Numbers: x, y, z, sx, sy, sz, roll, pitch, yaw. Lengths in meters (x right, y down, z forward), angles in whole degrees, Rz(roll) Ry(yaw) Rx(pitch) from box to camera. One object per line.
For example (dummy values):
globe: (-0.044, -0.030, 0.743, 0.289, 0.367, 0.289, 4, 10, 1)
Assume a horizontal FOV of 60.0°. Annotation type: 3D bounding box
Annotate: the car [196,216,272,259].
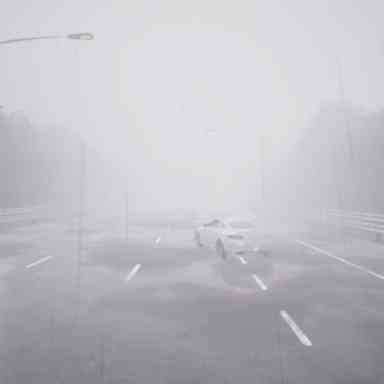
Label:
car: (1.529, 1.692, 13.325, 1.812, 1.442, 4.674, 0, -1, -15)
